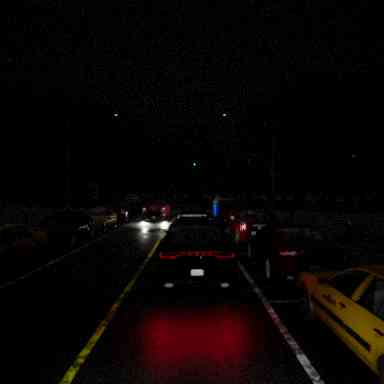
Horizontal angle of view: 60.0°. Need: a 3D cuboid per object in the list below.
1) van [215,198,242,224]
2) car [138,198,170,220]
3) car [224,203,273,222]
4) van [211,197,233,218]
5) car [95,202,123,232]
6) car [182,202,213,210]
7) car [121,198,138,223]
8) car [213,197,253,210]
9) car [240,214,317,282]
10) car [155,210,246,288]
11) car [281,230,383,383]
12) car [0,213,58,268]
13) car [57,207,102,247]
[{"bbox_3d":[2.754,1.392,26.005,1.690,1.788,3.998,0,0,0],"label":"van"},{"bbox_3d":[-3.011,1.406,28.375,2.097,1.767,4.553,0,0,0],"label":"car"},{"bbox_3d":[2.757,1.469,15.129,1.967,1.590,4.097,0,0,0],"label":"car"},{"bbox_3d":[2.754,1.404,31.442,1.690,1.788,3.998,0,0,0],"label":"van"},{"bbox_3d":[-5.769,1.565,20.395,1.752,1.417,4.829,0,0,0],"label":"car"},{"bbox_3d":[0.094,1.534,21.164,2.128,1.511,4.902,0,0,0],"label":"car"},{"bbox_3d":[-5.771,1.491,26.003,1.967,1.590,4.097,0,0,0],"label":"car"},{"bbox_3d":[2.755,1.355,20.567,2.192,1.841,5.009,0,0,0],"label":"car"},{"bbox_3d":[2.758,1.563,9.692,1.887,1.381,4.507,0,0,0],"label":"car"},{"bbox_3d":[0.091,1.495,9.286,1.882,1.535,5.008,0,0,0],"label":"car"},{"bbox_3d":[2.759,1.534,4.424,1.752,1.417,4.829,0,0,0],"label":"car"},{"bbox_3d":[-5.767,1.543,9.520,1.752,1.417,4.829,0,0,0],"label":"car"},{"bbox_3d":[-5.768,1.595,15.127,1.947,1.339,4.313,0,0,0],"label":"car"}]
